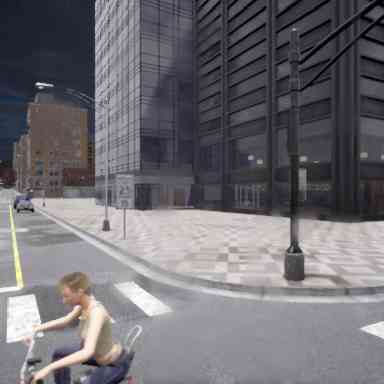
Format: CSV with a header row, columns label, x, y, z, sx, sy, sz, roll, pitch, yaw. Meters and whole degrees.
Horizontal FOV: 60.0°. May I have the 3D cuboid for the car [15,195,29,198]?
label,x,y,z,sx,sy,sz,roll,pitch,yaw
car,-25.243,1.418,49.361,2.150,2.045,5.566,0,0,-29

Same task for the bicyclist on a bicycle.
label,x,y,z,sx,sy,sz,roll,pitch,yaw
bicyclist on a bicycle,-0.989,1.436,2.595,1.509,1.612,0.866,0,0,-28

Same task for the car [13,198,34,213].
label,x,y,z,sx,sy,sz,roll,pitch,yaw
car,-20.194,1.738,40.263,2.033,1.411,5.357,0,0,-29
